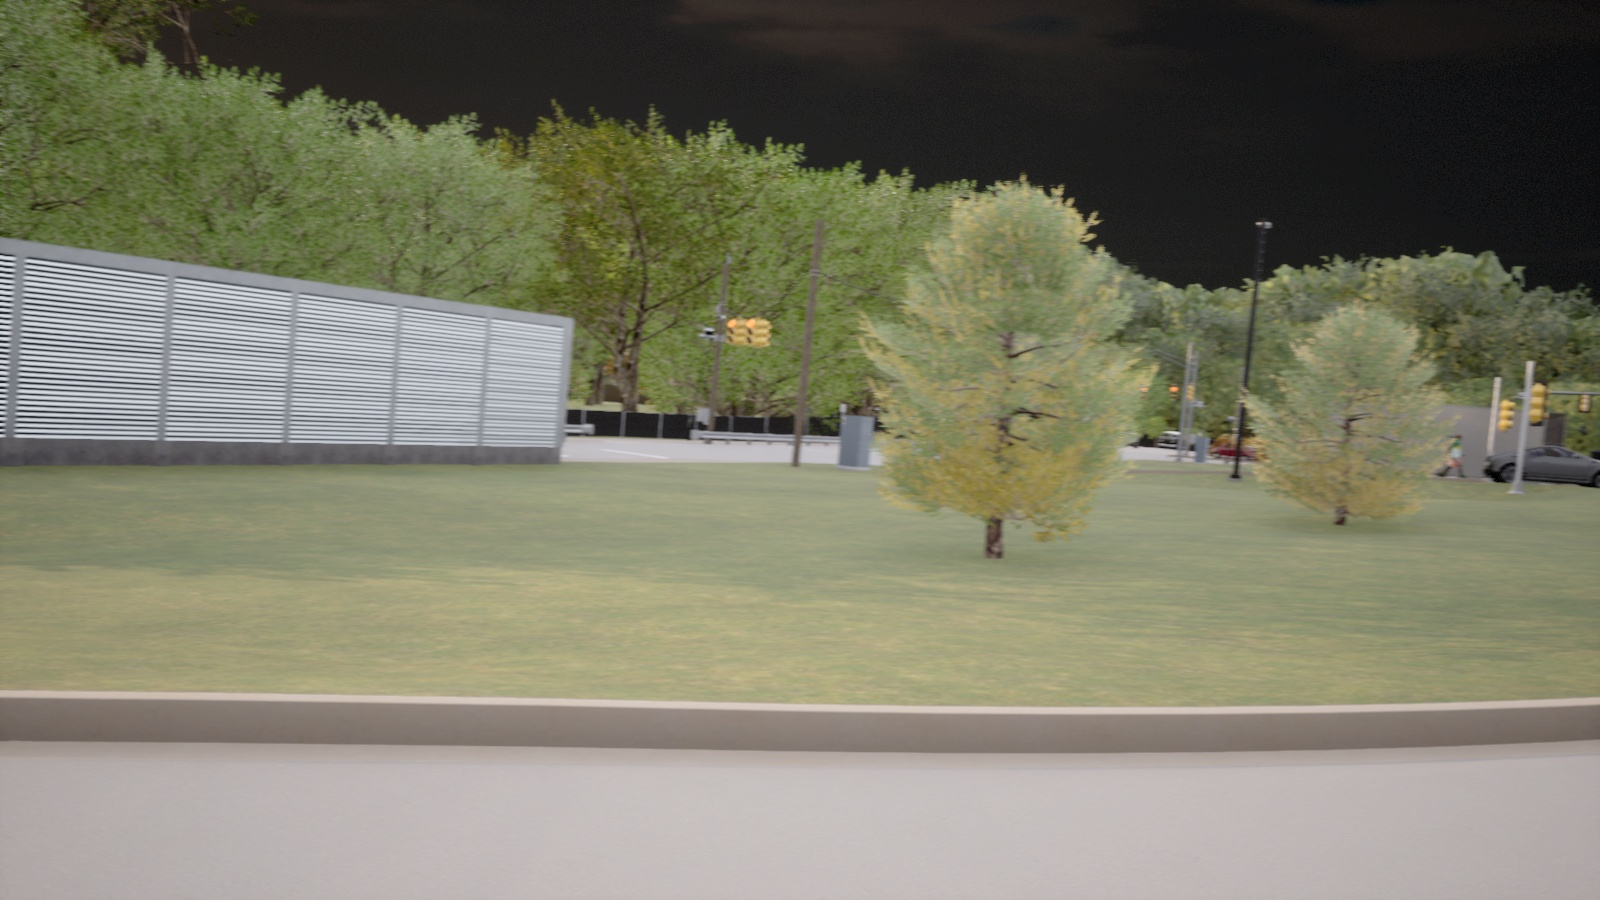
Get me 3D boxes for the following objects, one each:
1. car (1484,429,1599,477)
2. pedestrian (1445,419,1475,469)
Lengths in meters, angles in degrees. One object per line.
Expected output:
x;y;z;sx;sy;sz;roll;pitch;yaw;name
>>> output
25.215;0.119;41.562;4.181;1.385;1.994;3;0;20;car
26.591;-0.229;50.609;0.873;1.952;0.659;5;1;25;pedestrian
